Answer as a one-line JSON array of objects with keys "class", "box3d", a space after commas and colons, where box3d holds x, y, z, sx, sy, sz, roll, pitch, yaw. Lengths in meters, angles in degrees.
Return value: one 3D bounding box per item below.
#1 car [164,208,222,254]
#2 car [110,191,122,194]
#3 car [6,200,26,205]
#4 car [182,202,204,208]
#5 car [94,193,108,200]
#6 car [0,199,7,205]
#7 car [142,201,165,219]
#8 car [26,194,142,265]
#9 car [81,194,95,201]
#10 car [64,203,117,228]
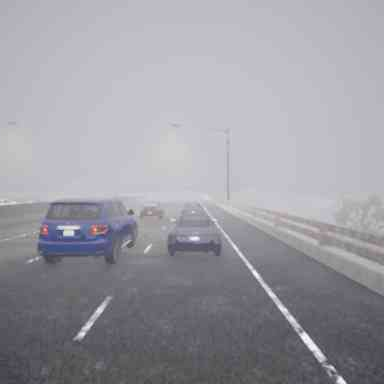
[{"class": "car", "box3d": [0.094, 1.567, 13.420, 1.994, 1.385, 4.181, 0, 0, 0]}, {"class": "car", "box3d": [-17.499, 0.849, 76.909, 2.150, 2.045, 5.566, 0, 0, 0]}, {"class": "car", "box3d": [-17.593, 1.549, 36.469, 2.033, 1.411, 5.357, 0, 0, 0]}, {"class": "car", "box3d": [0.094, 1.567, 28.716, 1.994, 1.385, 4.181, 0, 0, 0]}, {"class": "car", "box3d": [-20.999, 1.102, 76.941, 1.882, 1.535, 5.008, 0, 0, 0]}, {"class": "car", "box3d": [-21.089, 1.527, 36.542, 1.812, 1.442, 4.674, 0, 0, 0]}, {"class": "car", "box3d": [-3.404, 1.529, 29.163, 1.812, 1.442, 4.674, 0, 0, 0]}, {"class": "car", "box3d": [-3.406, 1.225, 11.887, 2.150, 2.045, 5.566, 0, 0, 0]}, {"class": "car", "box3d": [-24.499, 1.215, 78.383, 1.882, 1.535, 5.008, 0, 0, 0]}, {"class": "car", "box3d": [-6.915, 1.551, 23.317, 2.033, 1.411, 5.357, 0, 0, 0]}]
